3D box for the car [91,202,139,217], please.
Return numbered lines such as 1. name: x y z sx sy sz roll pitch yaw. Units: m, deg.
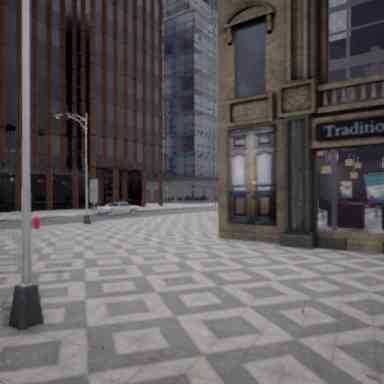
1. car: -7.428 1.622 32.398 1.895 1.301 4.718 0 0 36
